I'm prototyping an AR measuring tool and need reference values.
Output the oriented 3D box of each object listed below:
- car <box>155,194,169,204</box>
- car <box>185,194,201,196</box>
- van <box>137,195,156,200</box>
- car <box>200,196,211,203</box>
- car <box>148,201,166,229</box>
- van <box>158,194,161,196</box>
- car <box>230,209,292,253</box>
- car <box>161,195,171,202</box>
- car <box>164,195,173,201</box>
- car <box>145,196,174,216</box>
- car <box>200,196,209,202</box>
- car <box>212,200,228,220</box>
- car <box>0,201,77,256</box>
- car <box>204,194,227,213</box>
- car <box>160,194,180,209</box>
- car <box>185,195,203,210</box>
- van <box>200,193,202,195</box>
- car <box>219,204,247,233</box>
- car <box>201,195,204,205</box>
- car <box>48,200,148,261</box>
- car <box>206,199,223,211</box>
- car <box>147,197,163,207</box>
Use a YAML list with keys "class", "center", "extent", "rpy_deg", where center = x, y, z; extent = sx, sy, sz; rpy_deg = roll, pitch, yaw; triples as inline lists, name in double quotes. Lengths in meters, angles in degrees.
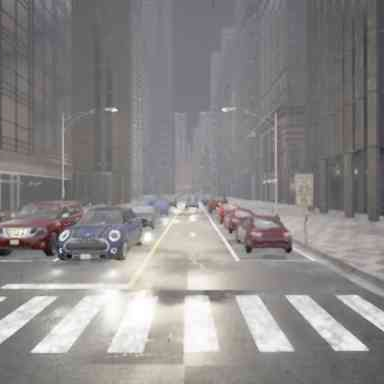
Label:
- class: "car"
  center: [-5.748, 1.314, 63.875]
  extent: [2.192, 1.841, 5.009]
  rpy_deg: [0, 0, 0]
- class: "car"
  center: [0.012, 1.493, 53.973]
  extent: [1.837, 1.490, 4.892]
  rpy_deg: [0, 0, 0]
- class: "van"
  center: [-5.753, 1.339, 41.399]
  extent: [1.690, 1.788, 3.998]
  rpy_deg: [0, 0, 0]
- class: "car"
  center: [2.779, 1.551, 69.507]
  extent: [1.947, 1.339, 4.313]
  rpy_deg: [0, 0, 0]
- class: "car"
  center: [-3.093, 1.543, 21.795]
  extent: [2.033, 1.411, 5.357]
  rpy_deg: [0, 0, 0]
- class: "van"
  center: [-5.752, 1.339, 47.018]
  extent: [1.690, 1.788, 3.998]
  rpy_deg: [0, 0, 0]
- class: "car"
  center: [2.765, 1.570, 13.323]
  extent: [1.802, 1.307, 4.206]
  rpy_deg: [0, 0, 0]
- class: "car"
  center: [-5.745, 1.441, 75.112]
  extent: [1.967, 1.590, 4.097]
  rpy_deg: [0, 0, 0]
- class: "car"
  center: [-5.743, 1.546, 80.731]
  extent: [1.887, 1.381, 4.507]
  rpy_deg: [0, 0, 0]
- class: "car"
  center: [-3.086, 1.472, 32.266]
  extent: [1.882, 1.535, 5.008]
  rpy_deg: [0, 0, 0]
- class: "car"
  center: [2.781, 1.568, 75.125]
  extent: [1.802, 1.307, 4.206]
  rpy_deg: [0, 0, 0]
- class: "car"
  center: [2.768, 1.530, 24.560]
  extent: [1.887, 1.381, 4.507]
  rpy_deg: [0, 0, 0]
- class: "car"
  center: [-5.760, 1.317, 13.305]
  extent: [2.192, 1.841, 5.009]
  rpy_deg: [0, 0, 0]
- class: "car"
  center: [2.771, 1.299, 35.797]
  extent: [2.192, 1.841, 5.009]
  rpy_deg: [0, 0, 0]
- class: "car"
  center: [-3.010, 1.470, 45.955]
  extent: [1.882, 1.535, 5.008]
  rpy_deg: [0, 0, 0]
- class: "car"
  center: [0.010, 1.535, 43.558]
  extent: [2.033, 1.411, 5.357]
  rpy_deg: [0, 0, 0]
- class: "van"
  center: [2.777, 1.325, 63.888]
  extent: [1.690, 1.788, 3.998]
  rpy_deg: [0, 0, 0]
- class: "car"
  center: [2.767, 1.569, 18.942]
  extent: [1.802, 1.307, 4.206]
  rpy_deg: [0, 0, 0]
- class: "car"
  center: [2.775, 1.549, 52.651]
  extent: [1.947, 1.339, 4.313]
  rpy_deg: [0, 0, 0]
- class: "car"
  center: [-3.152, 1.350, 12.255]
  extent: [2.097, 1.767, 4.553]
  rpy_deg: [0, 0, 1]
- class: "car"
  center: [2.772, 1.565, 41.415]
  extent: [1.802, 1.307, 4.206]
  rpy_deg: [0, 0, 0]
- class: "car"
  center: [-5.750, 1.548, 52.637]
  extent: [2.008, 1.369, 4.403]
  rpy_deg: [0, 0, 0]
